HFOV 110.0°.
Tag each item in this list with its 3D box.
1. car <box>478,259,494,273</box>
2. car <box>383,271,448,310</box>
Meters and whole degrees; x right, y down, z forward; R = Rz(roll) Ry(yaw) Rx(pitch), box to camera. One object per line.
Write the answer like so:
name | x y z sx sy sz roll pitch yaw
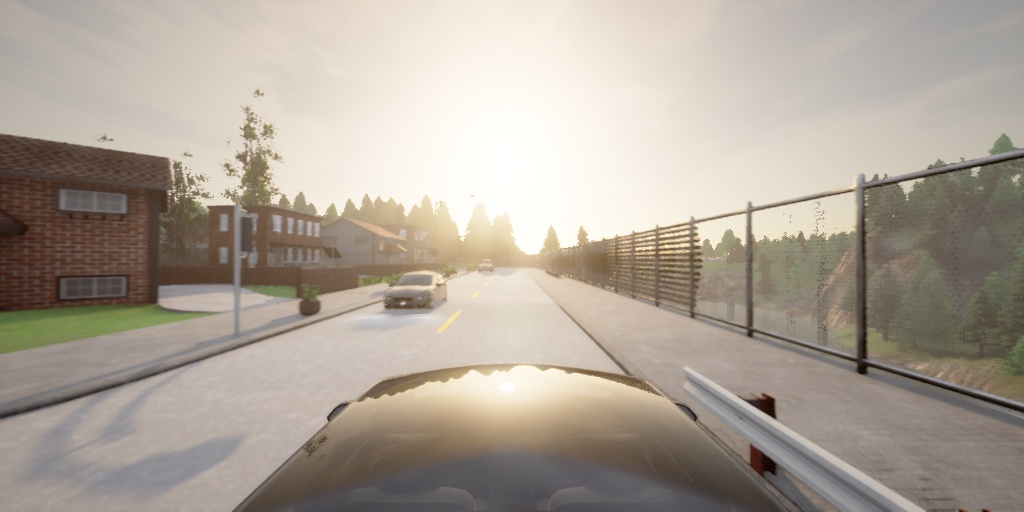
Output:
car | -3.988 1.567 55.393 2.150 2.045 5.566 0 2 0
car | -3.996 1.452 15.560 1.837 1.490 4.892 0 1 0
